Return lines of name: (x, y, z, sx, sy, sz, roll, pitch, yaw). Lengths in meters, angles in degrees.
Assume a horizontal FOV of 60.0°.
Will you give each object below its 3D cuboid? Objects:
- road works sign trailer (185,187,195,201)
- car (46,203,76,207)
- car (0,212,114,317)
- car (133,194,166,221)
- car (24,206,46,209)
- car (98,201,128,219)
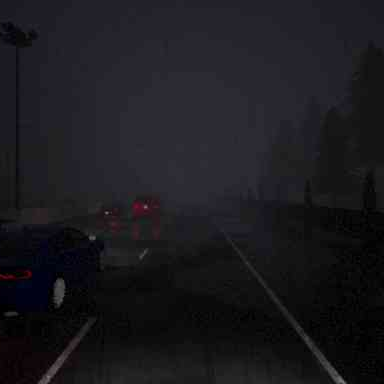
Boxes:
road works sign trailer: (-0.703, 0.445, 83.386, 2.380, 3.560, 2.880, 0, 0, -10)
car: (-14.093, 1.482, 37.494, 2.128, 1.511, 4.902, 0, 0, 0)
car: (-3.421, 1.475, 7.642, 1.882, 1.535, 5.008, 0, 0, 0)
car: (-3.410, 1.215, 27.284, 2.150, 2.045, 5.566, 0, 0, 0)
car: (-17.593, 1.554, 37.046, 1.994, 1.385, 4.181, 0, 0, 0)
car: (-6.919, 1.518, 29.296, 1.812, 1.442, 4.674, 0, 0, 0)
